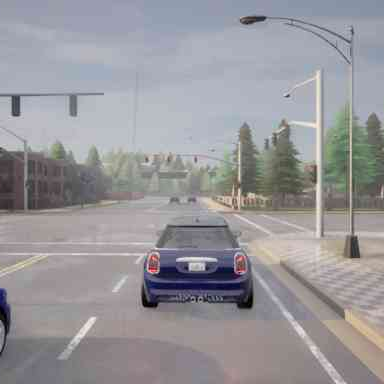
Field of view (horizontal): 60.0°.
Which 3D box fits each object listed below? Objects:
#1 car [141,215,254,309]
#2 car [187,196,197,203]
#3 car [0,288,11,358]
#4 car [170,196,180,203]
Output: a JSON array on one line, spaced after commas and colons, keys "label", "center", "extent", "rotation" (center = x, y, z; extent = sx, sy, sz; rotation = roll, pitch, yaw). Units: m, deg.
[{"label": "car", "center": [0.154, 1.352, 8.060], "extent": [2.097, 1.767, 4.553], "rotation": [0, 0, 2]}, {"label": "car", "center": [-0.003, 1.504, 68.348], "extent": [1.837, 1.490, 4.892], "rotation": [0, 0, 0]}, {"label": "car", "center": [-3.442, 1.478, 2.604], "extent": [1.882, 1.535, 5.008], "rotation": [0, 0, 0]}, {"label": "car", "center": [-3.503, 1.504, 68.348], "extent": [1.837, 1.490, 4.892], "rotation": [0, 0, 0]}]
